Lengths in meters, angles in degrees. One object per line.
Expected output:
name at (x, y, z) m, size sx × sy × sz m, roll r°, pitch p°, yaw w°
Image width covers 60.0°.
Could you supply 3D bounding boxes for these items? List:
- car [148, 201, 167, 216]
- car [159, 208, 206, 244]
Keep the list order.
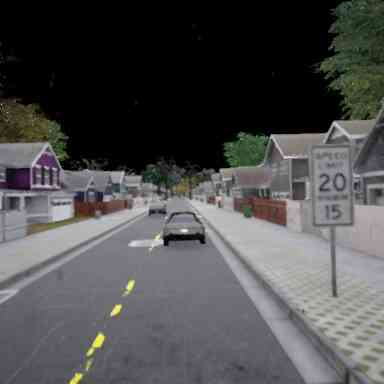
car at (-3.853, 1.842, 38.026) m, size 1.882 × 1.535 × 5.008 m, roll -2°, pitch 0°, yaw -2°
car at (-0.413, 1.693, 16.620) m, size 1.994 × 1.385 × 4.181 m, roll -2°, pitch 0°, yaw -2°
